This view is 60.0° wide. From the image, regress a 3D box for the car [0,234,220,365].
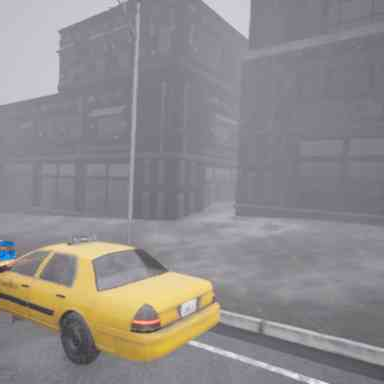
[{"bbox_3d":[-2.126,1.528,5.897,5.366,1.575,1.801,-1,-1,36],"label":"car"}]
